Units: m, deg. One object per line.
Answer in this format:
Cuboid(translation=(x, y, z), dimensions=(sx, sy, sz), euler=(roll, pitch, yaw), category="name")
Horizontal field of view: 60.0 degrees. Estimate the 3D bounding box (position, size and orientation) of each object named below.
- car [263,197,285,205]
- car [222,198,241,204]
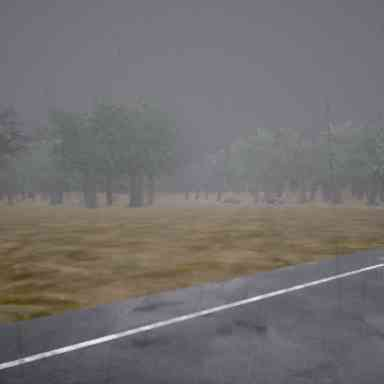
Cuboid(translation=(16.577, 1.893, 67.595), dimensions=(1.837, 1.490, 4.892), euler=(2, -2, -35), category="car")
Cuboid(translation=(9.233, 2.054, 78.226), dimensions=(2.033, 1.411, 5.357), euler=(2, -2, -35), category="car")
